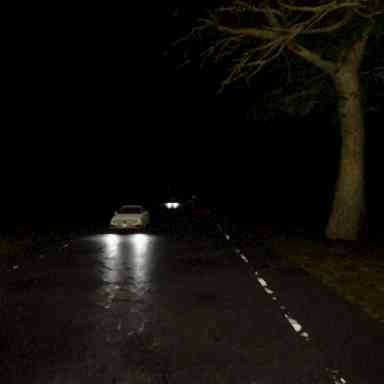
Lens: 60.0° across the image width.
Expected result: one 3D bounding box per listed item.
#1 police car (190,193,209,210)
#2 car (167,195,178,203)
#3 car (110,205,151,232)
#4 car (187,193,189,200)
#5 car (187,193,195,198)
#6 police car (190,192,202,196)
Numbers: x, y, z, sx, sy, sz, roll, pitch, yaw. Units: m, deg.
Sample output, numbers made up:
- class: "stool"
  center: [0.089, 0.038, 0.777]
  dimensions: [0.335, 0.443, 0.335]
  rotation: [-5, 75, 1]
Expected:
- class: "police car"
  center: [1.059, 1.330, 40.907]
  dimensions: [1.930, 1.638, 5.238]
  rotation: [0, 0, 0]
- class: "car"
  center: [-3.598, 1.264, 61.991]
  dimensions: [2.128, 1.511, 4.902]
  rotation: [0, 0, 0]
- class: "car"
  center: [-3.593, 1.501, 20.053]
  dimensions: [1.812, 1.442, 4.674]
  rotation: [0, 0, 0]
- class: "car"
  center: [-0.173, 1.051, 74.924]
  dimensions: [2.128, 1.511, 4.902]
  rotation: [0, 0, -1]
- class: "car"
  center: [-0.370, 0.940, 91.912]
  dimensions: [2.033, 1.411, 5.357]
  rotation: [0, 0, -1]
- class: "police car"
  center: [1.035, 1.275, 50.913]
  dimensions: [1.930, 1.638, 5.238]
  rotation: [0, 0, 0]
